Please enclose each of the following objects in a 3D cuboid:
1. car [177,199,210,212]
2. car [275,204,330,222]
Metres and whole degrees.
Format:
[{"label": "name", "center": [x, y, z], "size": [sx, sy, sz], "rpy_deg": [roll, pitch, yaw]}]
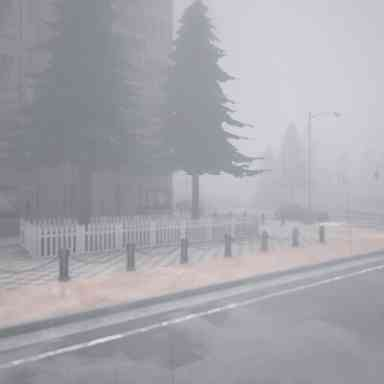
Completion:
[{"label": "car", "center": [0.124, 1.534, 38.203], "size": [2.128, 1.511, 4.902], "rpy_deg": [0, 0, -35]}, {"label": "car", "center": [8.560, 1.606, 26.095], "size": [1.994, 1.385, 4.181], "rpy_deg": [0, 0, -35]}]
